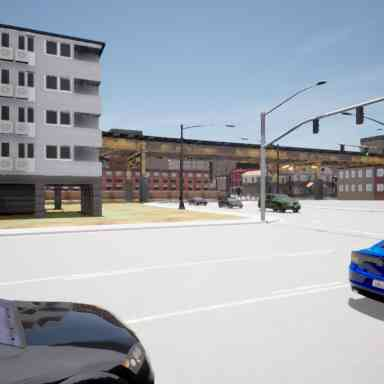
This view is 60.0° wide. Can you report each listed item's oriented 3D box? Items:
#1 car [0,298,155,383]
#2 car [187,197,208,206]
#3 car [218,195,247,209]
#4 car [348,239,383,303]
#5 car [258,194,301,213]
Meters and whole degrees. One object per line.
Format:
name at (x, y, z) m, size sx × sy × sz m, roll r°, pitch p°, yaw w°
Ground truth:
car at (-2.423, 1.564, 2.754) m, size 4.181 × 1.385 × 1.994 m, roll 0°, pitch 0°, yaw -32°
car at (0.845, 1.545, 55.884) m, size 2.033 × 1.411 × 5.357 m, roll 0°, pitch 0°, yaw -20°
car at (5.267, 1.523, 46.433) m, size 1.812 × 1.442 × 4.674 m, roll 0°, pitch 0°, yaw -25°
car at (5.554, 1.477, 6.907) m, size 5.008 × 1.535 × 1.882 m, roll 0°, pitch 0°, yaw -25°
car at (9.641, 1.220, 37.280) m, size 2.150 × 2.045 × 5.566 m, roll 0°, pitch 0°, yaw -26°
